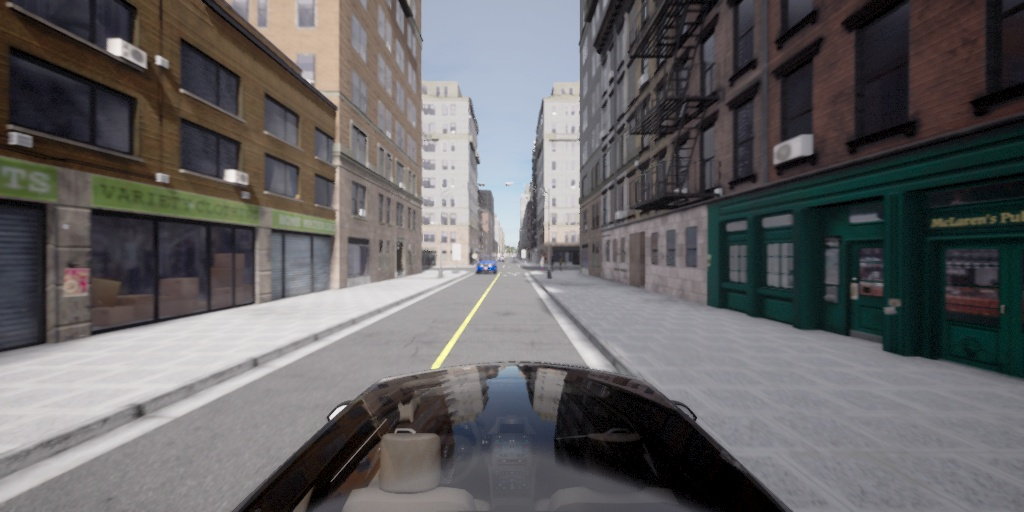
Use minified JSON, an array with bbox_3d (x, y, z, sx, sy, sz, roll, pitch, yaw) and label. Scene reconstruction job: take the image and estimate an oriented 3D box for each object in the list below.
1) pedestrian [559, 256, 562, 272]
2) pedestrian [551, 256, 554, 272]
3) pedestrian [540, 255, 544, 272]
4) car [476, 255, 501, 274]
[{"bbox_3d":[5.510,0.838,40.815,0.375,1.860,0.375,0,0,0],"label":"pedestrian"},{"bbox_3d":[4.510,0.838,40.215,0.375,1.860,0.375,0,0,0],"label":"pedestrian"},{"bbox_3d":[3.510,0.837,41.415,0.375,1.860,0.375,0,0,0],"label":"pedestrian"},{"bbox_3d":[-2.749,0.926,40.430,2.150,2.045,5.566,0,0,0],"label":"car"}]
